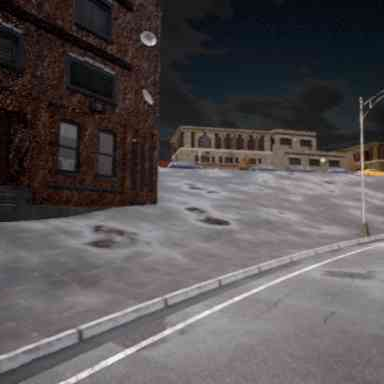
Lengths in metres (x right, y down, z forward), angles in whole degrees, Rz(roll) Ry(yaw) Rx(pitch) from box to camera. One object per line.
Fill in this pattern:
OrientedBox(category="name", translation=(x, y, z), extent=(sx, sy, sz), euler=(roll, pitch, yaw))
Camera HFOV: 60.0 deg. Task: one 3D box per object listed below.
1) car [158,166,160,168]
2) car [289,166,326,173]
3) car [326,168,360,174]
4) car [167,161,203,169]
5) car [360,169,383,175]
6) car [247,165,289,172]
OrientedBox(category="car", translation=(-6.280, -3.061, 41.234), extent=(4.674, 1.452, 2.002), euler=(1, -4, -12))
OrientedBox(category="car", translation=(15.226, -2.770, 45.639), extent=(4.892, 1.521, 2.231), euler=(1, -4, -12))
OrientedBox(category="car", translation=(20.637, -2.612, 46.855), extent=(4.674, 1.452, 2.002), euler=(1, -4, -13))
OrientedBox(category="car", translation=(-0.899, -3.148, 42.344), extent=(4.553, 1.767, 2.185), euler=(1, -4, -12))
OrientedBox(category="car", translation=(26.021, -2.521, 48.192), extent=(5.008, 1.535, 2.097), euler=(1, -4, -14))
OrientedBox(category="car", translation=(9.820, -2.863, 44.527), extent=(4.892, 1.521, 2.231), euler=(1, -4, -12))
